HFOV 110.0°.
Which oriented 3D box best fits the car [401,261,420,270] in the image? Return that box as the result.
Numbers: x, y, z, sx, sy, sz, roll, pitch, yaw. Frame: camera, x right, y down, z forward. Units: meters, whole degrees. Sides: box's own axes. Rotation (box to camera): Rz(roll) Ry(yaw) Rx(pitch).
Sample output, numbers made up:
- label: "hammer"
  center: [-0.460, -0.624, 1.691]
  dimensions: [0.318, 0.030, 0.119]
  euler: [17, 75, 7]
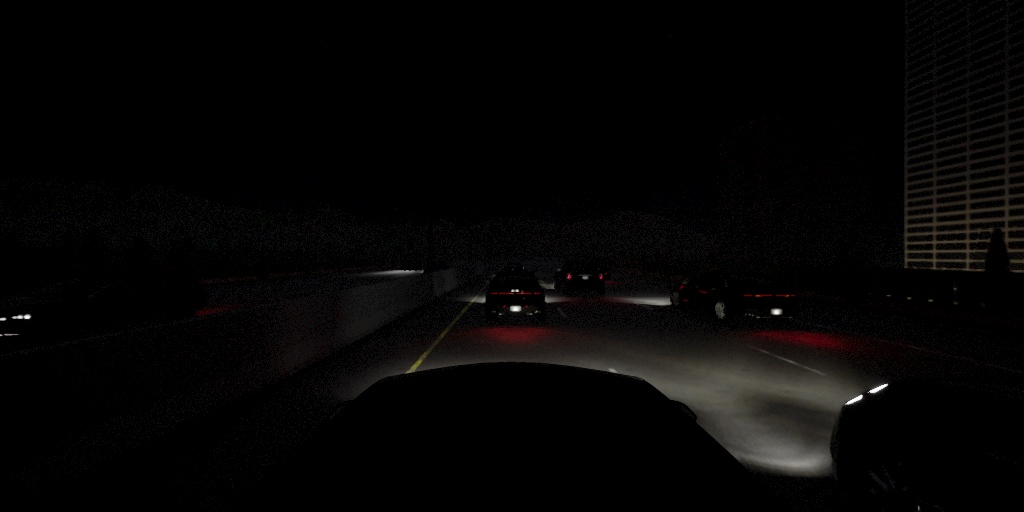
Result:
- label: "car"
  center: [-14.050, 1.302, 50.309]
  dimensions: [1.895, 1.301, 4.718]
  euler: [0, 0, 0]

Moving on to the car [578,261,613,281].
- label: "car"
  center: [7.109, 1.225, 31.017]
  dimensions: [1.837, 1.490, 4.892]
  euler: [0, 0, 0]

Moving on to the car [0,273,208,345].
- label: "car"
  center: [-10.597, 1.234, 9.323]
  dimensions: [2.128, 1.511, 4.902]
  euler: [0, 0, 0]

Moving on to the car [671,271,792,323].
- label: "car"
  center: [7.104, 1.244, 12.046]
  dimensions: [1.837, 1.490, 4.892]
  euler: [0, 0, 0]

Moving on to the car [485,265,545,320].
- label: "car"
  center: [0.104, 1.244, 12.606]
  dimensions: [1.837, 1.490, 4.892]
  euler: [0, 0, 0]

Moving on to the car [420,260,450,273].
- label: "car"
  center: [-7.083, 1.281, 34.437]
  dimensions: [1.994, 1.385, 4.181]
  euler: [0, 0, 0]

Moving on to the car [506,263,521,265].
- label: "car"
  center: [0.109, 1.268, 30.851]
  dimensions: [2.033, 1.411, 5.357]
  euler: [0, 0, 0]

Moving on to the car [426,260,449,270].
- label: "car"
  center: [-10.557, 1.248, 51.129]
  dimensions: [2.033, 1.411, 5.357]
  euler: [0, 0, 0]

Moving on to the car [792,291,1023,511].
- label: "car"
  center: [3.595, 1.103, 0.960]
  dimensions: [2.097, 1.767, 4.553]
  euler: [0, 0, 0]

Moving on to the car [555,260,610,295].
- label: "car"
  center: [3.606, 1.083, 19.733]
  dimensions: [2.097, 1.767, 4.553]
  euler: [0, 0, 0]
